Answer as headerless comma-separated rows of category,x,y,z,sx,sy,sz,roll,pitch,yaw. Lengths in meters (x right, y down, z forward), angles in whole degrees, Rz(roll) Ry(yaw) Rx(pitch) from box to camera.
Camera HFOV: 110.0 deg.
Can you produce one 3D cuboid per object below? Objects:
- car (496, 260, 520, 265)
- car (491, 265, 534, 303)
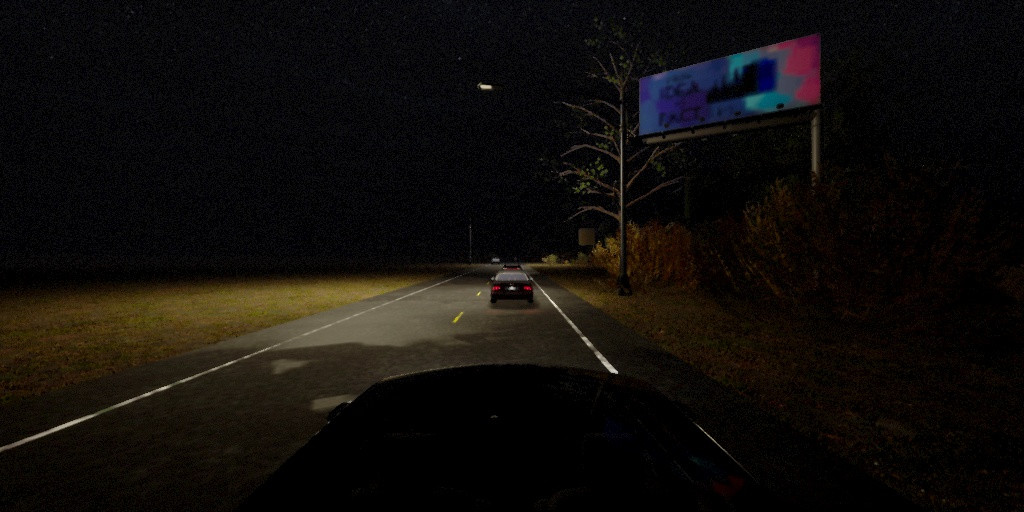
car,0.000,1.245,31.500,2.128,1.511,4.902,0,0,0
car,0.000,1.313,16.500,2.033,1.411,5.357,0,0,0
